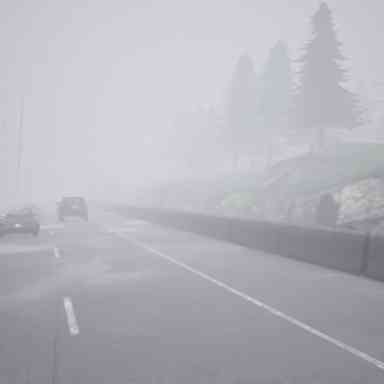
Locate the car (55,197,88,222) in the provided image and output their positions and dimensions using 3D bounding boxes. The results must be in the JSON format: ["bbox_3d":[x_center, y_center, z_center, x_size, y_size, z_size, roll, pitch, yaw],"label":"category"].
[{"bbox_3d":[-10.504,1.432,29.095,2.150,2.045,5.566,-1,-1,-25],"label":"car"}]

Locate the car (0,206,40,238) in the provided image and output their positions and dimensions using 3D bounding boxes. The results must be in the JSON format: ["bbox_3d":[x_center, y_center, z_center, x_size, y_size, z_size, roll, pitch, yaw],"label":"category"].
[{"bbox_3d":[-9.988,1.743,19.380,1.994,1.385,4.181,-1,0,-24],"label":"car"}]

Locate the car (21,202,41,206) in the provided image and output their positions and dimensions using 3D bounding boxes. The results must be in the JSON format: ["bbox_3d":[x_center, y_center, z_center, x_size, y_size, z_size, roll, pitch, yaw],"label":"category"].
[{"bbox_3d":[-16.423,1.779,33.738,1.882,1.535,5.008,-1,0,-24],"label":"car"}]

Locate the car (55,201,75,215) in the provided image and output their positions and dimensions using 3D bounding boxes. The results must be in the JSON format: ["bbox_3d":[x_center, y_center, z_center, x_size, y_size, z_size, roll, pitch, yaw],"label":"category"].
[{"bbox_3d":[-15.152,1.867,39.462,1.994,1.385,4.181,-1,0,-24],"label":"car"}]
